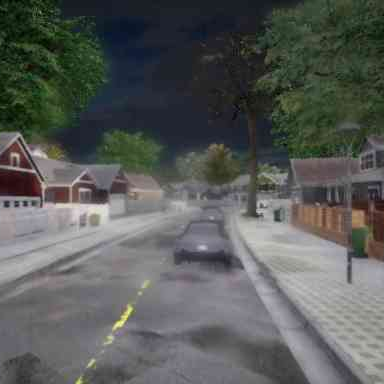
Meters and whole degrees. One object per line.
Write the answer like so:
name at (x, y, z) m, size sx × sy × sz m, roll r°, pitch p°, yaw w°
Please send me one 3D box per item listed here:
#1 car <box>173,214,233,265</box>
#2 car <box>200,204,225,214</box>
car at (0.466, 1.738, 12.421) m, size 1.994 × 1.385 × 4.181 m, roll 0°, pitch -1°, yaw 4°
car at (1.725, 1.950, 27.291) m, size 1.994 × 1.385 × 4.181 m, roll 0°, pitch -1°, yaw 7°
